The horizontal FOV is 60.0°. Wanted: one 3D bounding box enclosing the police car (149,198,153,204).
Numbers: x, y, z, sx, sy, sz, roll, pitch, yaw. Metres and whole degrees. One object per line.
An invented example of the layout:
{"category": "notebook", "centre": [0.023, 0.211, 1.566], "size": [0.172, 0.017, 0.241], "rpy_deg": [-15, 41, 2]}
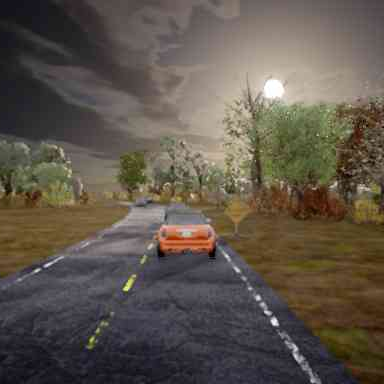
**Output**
{"category": "police car", "centre": [-11.425, 2.326, 86.120], "size": [1.930, 1.638, 5.238], "rpy_deg": [0, -1, -16]}

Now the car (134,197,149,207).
{"category": "car", "centre": [-10.026, 2.034, 64.902], "size": [2.097, 1.767, 4.553], "rpy_deg": [0, -1, -12]}

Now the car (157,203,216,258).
{"category": "car", "centre": [-0.260, 1.493, 13.515], "size": [2.097, 1.767, 4.553], "rpy_deg": [0, -1, -2]}

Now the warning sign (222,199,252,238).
{"category": "warning sign", "centre": [2.233, 1.290, 16.725], "size": [1.300, 1.860, 1.060], "rpy_deg": [0, 0, -3]}
